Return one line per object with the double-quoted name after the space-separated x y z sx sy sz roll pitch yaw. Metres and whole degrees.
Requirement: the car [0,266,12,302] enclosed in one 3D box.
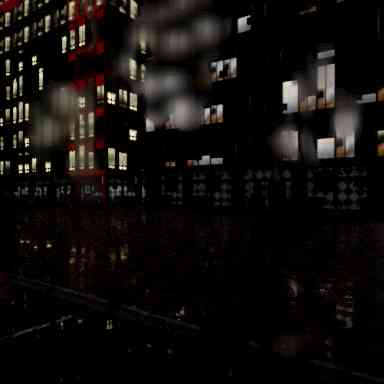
-5.571 1.526 6.842 4.829 1.417 1.752 0 0 36 "car"
